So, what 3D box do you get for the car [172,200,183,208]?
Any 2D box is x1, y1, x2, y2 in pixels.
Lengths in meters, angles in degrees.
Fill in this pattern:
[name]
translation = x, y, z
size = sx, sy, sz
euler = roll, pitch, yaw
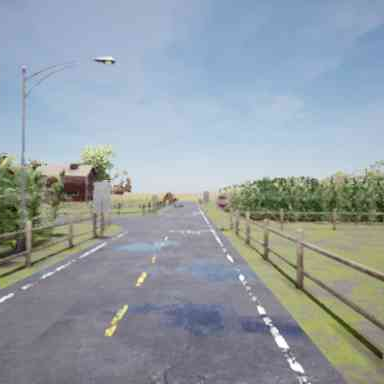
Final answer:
[car]
translation = -2.746, 2.400, 65.913
size = 1.812, 1.442, 4.674
euler = 0, 0, 0
